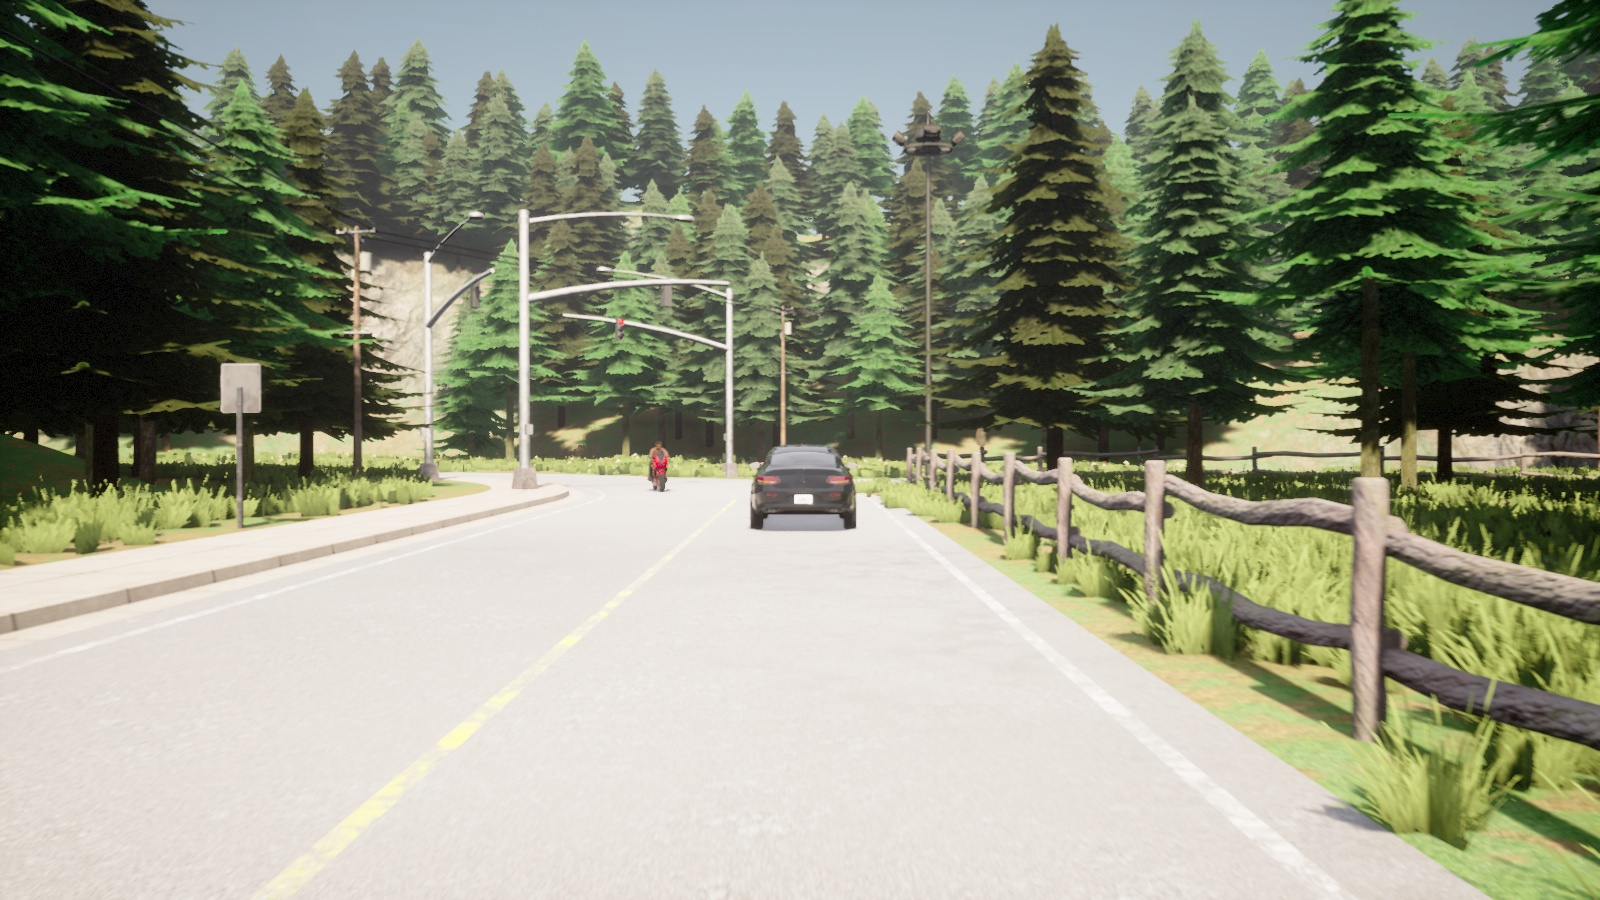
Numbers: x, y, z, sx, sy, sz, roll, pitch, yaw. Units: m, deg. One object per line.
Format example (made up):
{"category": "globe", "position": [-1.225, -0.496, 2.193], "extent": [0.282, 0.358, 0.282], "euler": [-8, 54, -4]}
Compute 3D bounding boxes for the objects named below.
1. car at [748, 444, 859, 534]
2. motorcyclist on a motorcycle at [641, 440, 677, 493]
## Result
{"category": "car", "position": [0.068, 0.623, 22.768], "extent": [1.812, 1.442, 4.674], "euler": [0, 0, 0]}
{"category": "motorcyclist on a motorcycle", "position": [-4.194, 0.478, 37.353], "extent": [0.797, 1.523, 2.044], "euler": [-1, 1, -14]}
